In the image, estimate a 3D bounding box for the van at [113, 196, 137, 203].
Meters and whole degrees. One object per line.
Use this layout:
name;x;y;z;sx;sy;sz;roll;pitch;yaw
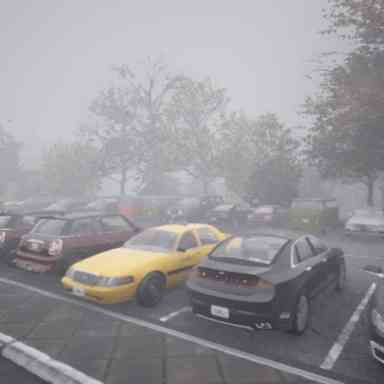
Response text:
van;-3.927;1.291;27.253;1.878;1.987;4.442;0;0;36

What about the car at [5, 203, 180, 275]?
car;-2.717;1.384;10.118;2.185;1.767;4.553;0;0;36

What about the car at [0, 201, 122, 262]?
car;-4.974;1.386;11.734;2.185;1.767;4.553;0;0;36

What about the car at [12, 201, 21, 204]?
car;-17.493;1.737;36.818;2.231;1.521;4.892;-1;-1;36

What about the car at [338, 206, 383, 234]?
car;9.419;1.544;17.556;2.002;1.452;4.674;0;0;36

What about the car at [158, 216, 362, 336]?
car;1.812;1.506;6.905;2.231;1.521;4.892;0;0;36

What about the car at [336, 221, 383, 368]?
car;4.077;1.504;5.299;2.231;1.521;4.892;0;0;36

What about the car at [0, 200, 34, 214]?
car;-22.099;1.831;40.117;2.097;1.535;5.008;-1;-1;36

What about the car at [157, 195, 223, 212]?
car;0.392;1.261;23.983;2.435;2.045;5.566;0;0;36

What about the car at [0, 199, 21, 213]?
car;-24.266;1.750;41.637;2.185;1.767;4.553;-1;-1;36

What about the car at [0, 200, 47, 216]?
car;-19.745;1.782;38.432;2.097;1.535;5.008;-1;-1;36

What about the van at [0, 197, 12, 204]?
van;-11.795;1.293;16.514;1.878;1.987;4.442;0;0;36

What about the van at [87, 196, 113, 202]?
van;-6.423;1.294;28.754;1.878;1.987;4.442;-1;0;36

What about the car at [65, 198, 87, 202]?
car;-8.480;1.548;30.377;2.097;1.535;5.008;-1;-1;36

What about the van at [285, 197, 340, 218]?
van;7.233;1.280;19.262;1.878;1.987;4.442;0;0;36

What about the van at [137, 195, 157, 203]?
van;-1.776;1.289;25.714;1.878;1.987;4.442;0;0;36

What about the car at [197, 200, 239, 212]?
car;2.759;1.510;22.316;2.097;1.535;5.008;0;0;36

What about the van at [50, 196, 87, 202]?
van;-10.806;1.369;31.893;1.878;1.987;4.442;-1;-1;36

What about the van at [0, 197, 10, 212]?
van;-26.433;1.697;43.371;1.878;1.987;4.442;-1;-1;36

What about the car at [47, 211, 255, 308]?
car;-0.549;1.504;8.376;1.946;1.575;5.366;0;0;36

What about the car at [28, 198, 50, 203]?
car;-13.092;1.639;33.447;1.946;1.575;5.366;-1;-1;36

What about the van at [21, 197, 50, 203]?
van;-15.173;1.463;35.308;1.878;1.987;4.442;-1;-1;36

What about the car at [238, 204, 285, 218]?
car;5.014;1.548;20.705;2.002;1.452;4.674;0;0;36
